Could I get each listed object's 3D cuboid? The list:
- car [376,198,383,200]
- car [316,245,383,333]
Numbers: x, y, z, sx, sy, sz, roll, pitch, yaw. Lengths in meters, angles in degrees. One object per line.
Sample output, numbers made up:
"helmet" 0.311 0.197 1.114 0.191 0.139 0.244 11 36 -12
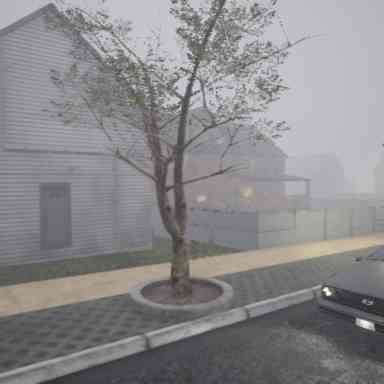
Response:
"car" 20.647 1.353 33.966 2.128 1.511 4.902 -2 3 -36
"car" 4.705 1.548 6.426 5.357 1.411 2.033 0 0 -35
